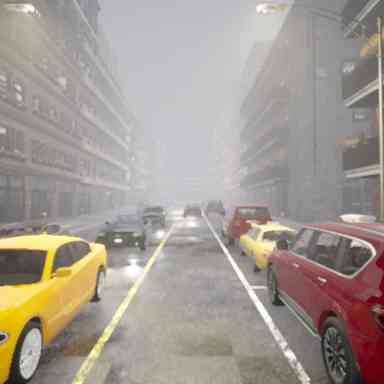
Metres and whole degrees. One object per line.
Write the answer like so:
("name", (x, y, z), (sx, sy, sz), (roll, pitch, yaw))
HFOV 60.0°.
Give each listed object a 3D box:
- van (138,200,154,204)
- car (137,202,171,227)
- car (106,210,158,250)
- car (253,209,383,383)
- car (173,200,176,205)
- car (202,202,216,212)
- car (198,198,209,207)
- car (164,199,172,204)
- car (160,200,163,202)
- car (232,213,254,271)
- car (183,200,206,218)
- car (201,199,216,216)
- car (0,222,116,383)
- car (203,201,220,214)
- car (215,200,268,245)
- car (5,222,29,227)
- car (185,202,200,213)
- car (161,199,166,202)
("van", (-5.322, 1.802, 38.485), (1.690, 1.788, 3.998), (1, -1, 0))
("car", (-2.854, 1.786, 25.317), (1.837, 1.490, 4.892), (0, -1, 0))
("car", (-2.854, 1.718, 14.891), (1.994, 1.385, 4.181), (0, -1, 0))
("car", (2.584, 1.367, 5.171), (2.192, 1.841, 5.009), (1, -1, 0))
("car", (-5.366, 2.889, 93.946), (1.752, 1.417, 4.829), (1, -1, 0))
("car", (2.545, 2.226, 49.646), (1.802, 1.307, 4.206), (1, -1, 0))
("car", (2.533, 2.322, 71.904), (2.192, 1.841, 5.009), (1, -1, 0))
("car", (-5.343, 2.366, 60.735), (2.008, 1.369, 4.403), (1, -1, 0))
("car", (-5.331, 2.098, 44.047), (2.008, 1.369, 4.403), (1, -1, 0))
("car", (2.576, 1.640, 10.897), (1.752, 1.417, 4.829), (1, -1, 0))
("car", (0.078, 1.912, 35.213), (2.128, 1.511, 4.902), (0, -1, 0))
("car", (2.557, 1.785, 38.527), (2.192, 1.841, 5.009), (1, -1, 0))
("car", (-2.849, 1.529, 5.623), (1.882, 1.535, 5.008), (0, -1, 0))
("car", (2.551, 1.996, 44.089), (1.967, 1.590, 4.097), (1, -1, 0))
("car", (2.575, 1.490, 16.294), (2.192, 1.841, 5.009), (1, -1, 0))
("car", (-5.304, 1.669, 10.678), (1.947, 1.339, 4.313), (1, -1, 0))
("car", (0.033, 2.153, 46.340), (1.994, 1.385, 4.181), (0, -1, 0))
("car", (-5.334, 2.157, 49.438), (1.752, 1.417, 4.829), (1, -1, 0))
